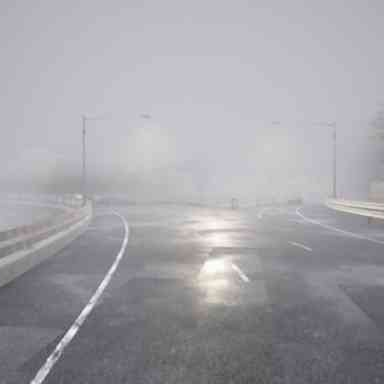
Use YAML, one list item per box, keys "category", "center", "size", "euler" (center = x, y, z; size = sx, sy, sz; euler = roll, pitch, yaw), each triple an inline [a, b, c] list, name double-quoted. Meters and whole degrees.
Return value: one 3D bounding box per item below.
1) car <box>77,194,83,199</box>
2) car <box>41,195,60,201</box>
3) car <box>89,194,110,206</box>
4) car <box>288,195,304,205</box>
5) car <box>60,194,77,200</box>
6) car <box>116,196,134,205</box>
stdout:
- category: "car"
  center: [-28.252, 1.105, 81.076]
  size: [4.674, 1.442, 1.812]
  euler: [0, 0, 41]
- category: "car"
  center: [-32.643, 1.400, 75.600]
  size: [4.718, 1.301, 1.895]
  euler: [0, 0, 44]
- category: "car"
  center: [-14.324, 1.320, 52.218]
  size: [1.837, 1.490, 4.892]
  euler: [0, 0, -30]
- category: "car"
  center: [15.721, 1.146, 50.125]
  size: [2.128, 1.511, 4.902]
  euler: [0, 0, 26]
- category: "car"
  center: [-29.515, 1.254, 77.422]
  size: [5.008, 1.535, 1.882]
  euler: [0, 0, 44]
- category: "car"
  center: [-10.645, 1.354, 52.771]
  size: [1.994, 1.385, 4.181]
  euler: [0, 0, -29]
